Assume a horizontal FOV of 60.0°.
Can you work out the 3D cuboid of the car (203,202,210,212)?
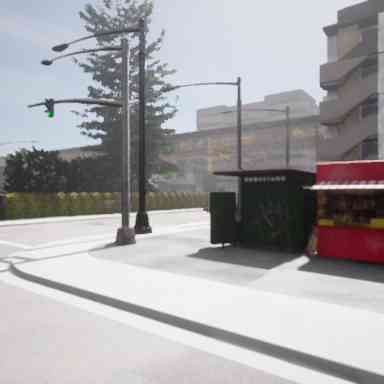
[{"bbox_3d":[3.049,1.445,36.206,1.837,1.490,4.892,0,0,36],"label":"car"}]
